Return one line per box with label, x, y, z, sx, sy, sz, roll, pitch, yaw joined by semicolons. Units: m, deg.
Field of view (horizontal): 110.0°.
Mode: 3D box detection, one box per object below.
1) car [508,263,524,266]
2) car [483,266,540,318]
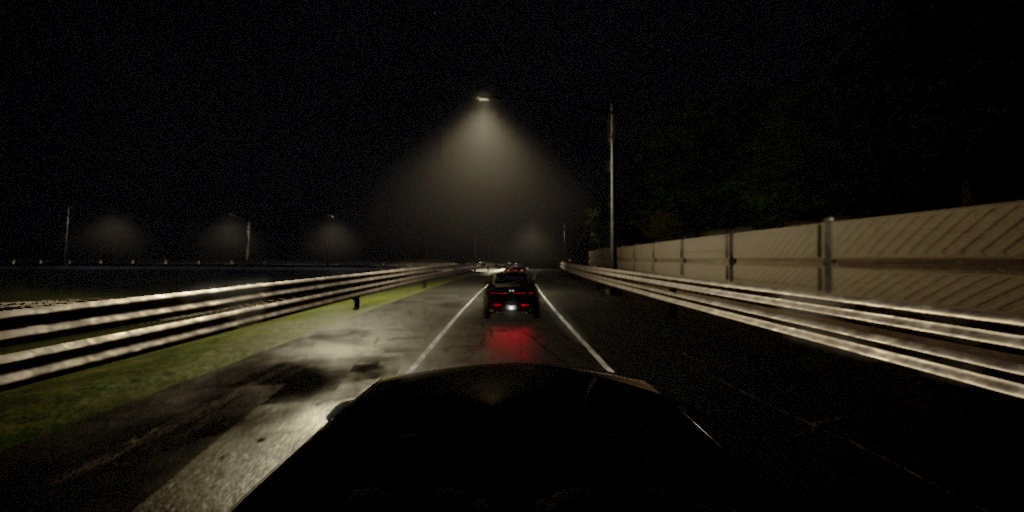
car;0.357;1.368;30.477;2.128;1.511;4.902;0;0;3
car;-0.010;1.311;13.343;1.837;1.490;4.892;0;0;0
